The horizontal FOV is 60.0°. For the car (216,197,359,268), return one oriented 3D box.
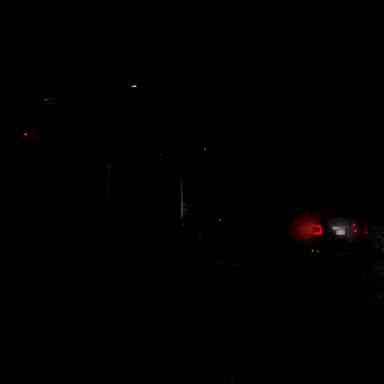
[{"bbox_3d":[2.920,1.206,11.528,2.150,2.045,5.566,1,-1,-25],"label":"car"}]
